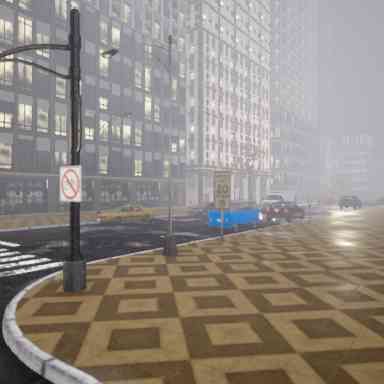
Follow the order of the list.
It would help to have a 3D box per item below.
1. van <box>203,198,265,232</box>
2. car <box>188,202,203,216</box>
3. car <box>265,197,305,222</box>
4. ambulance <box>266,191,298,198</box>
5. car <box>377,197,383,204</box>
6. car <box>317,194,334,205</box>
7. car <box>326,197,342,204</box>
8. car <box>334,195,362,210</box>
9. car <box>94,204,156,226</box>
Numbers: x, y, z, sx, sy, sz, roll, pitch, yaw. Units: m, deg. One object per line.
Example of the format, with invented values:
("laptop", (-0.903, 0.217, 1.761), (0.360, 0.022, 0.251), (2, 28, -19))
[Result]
("van", (2.653, 1.367, 20.247), (1.690, 1.788, 3.998), (0, 0, 38))
("car", (1.384, 1.602, 31.685), (1.802, 1.307, 4.206), (0, 0, 38))
("car", (7.623, 1.472, 26.870), (1.967, 1.590, 4.097), (0, 0, 38))
("ambulance", (10.254, 1.061, 38.979), (2.351, 2.431, 6.366), (0, 0, 38))
("car", (38.211, 1.658, 66.514), (1.947, 1.339, 4.313), (0, 0, 38))
("car", (25.176, 1.379, 62.520), (2.192, 1.841, 5.009), (0, 0, 38))
("car", (28.575, 1.623, 66.924), (2.008, 1.369, 4.403), (0, 0, 38))
("car", (21.218, 1.368, 44.490), (2.192, 1.841, 5.009), (0, 0, 38))
("car", (-4.733, 1.538, 23.969), (1.752, 1.417, 4.829), (0, 0, 38))
